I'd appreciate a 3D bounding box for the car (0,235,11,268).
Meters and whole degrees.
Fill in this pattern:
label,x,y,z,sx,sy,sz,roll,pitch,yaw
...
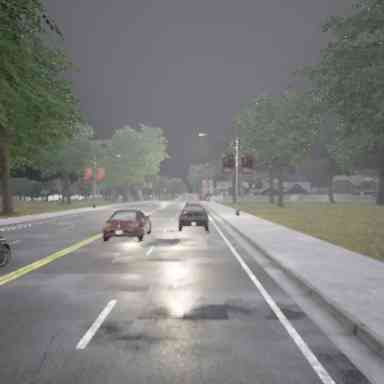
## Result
label,x,y,z,sx,sy,sz,roll,pitch,yaw
car,-6.602,1.592,8.614,1.994,1.385,4.181,0,0,0

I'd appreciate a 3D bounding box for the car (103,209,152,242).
label,x,y,z,sx,sy,sz,roll,pitch,yaw
car,-3.153,1.586,16.673,1.812,1.442,4.674,0,0,0

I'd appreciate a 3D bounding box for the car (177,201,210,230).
label,x,y,z,sx,sy,sz,roll,pitch,yaw
car,0.096,1.589,21.582,1.837,1.490,4.892,0,0,0
